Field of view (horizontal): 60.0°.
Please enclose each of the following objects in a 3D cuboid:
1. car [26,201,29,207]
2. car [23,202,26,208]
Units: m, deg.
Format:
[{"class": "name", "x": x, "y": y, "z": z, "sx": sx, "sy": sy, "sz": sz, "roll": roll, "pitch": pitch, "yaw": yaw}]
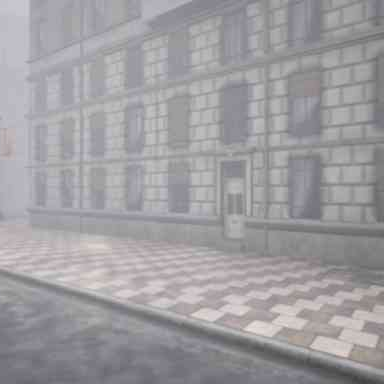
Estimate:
[{"class": "car", "x": -16.859, "y": 1.301, "z": 39.989, "sx": 2.097, "sy": 1.767, "sz": 4.553, "roll": 0, "pitch": 0, "yaw": 36}, {"class": "car", "x": -19.086, "y": 1.435, "z": 42.879, "sx": 2.128, "sy": 1.511, "sz": 4.902, "roll": 0, "pitch": 0, "yaw": 36}]
